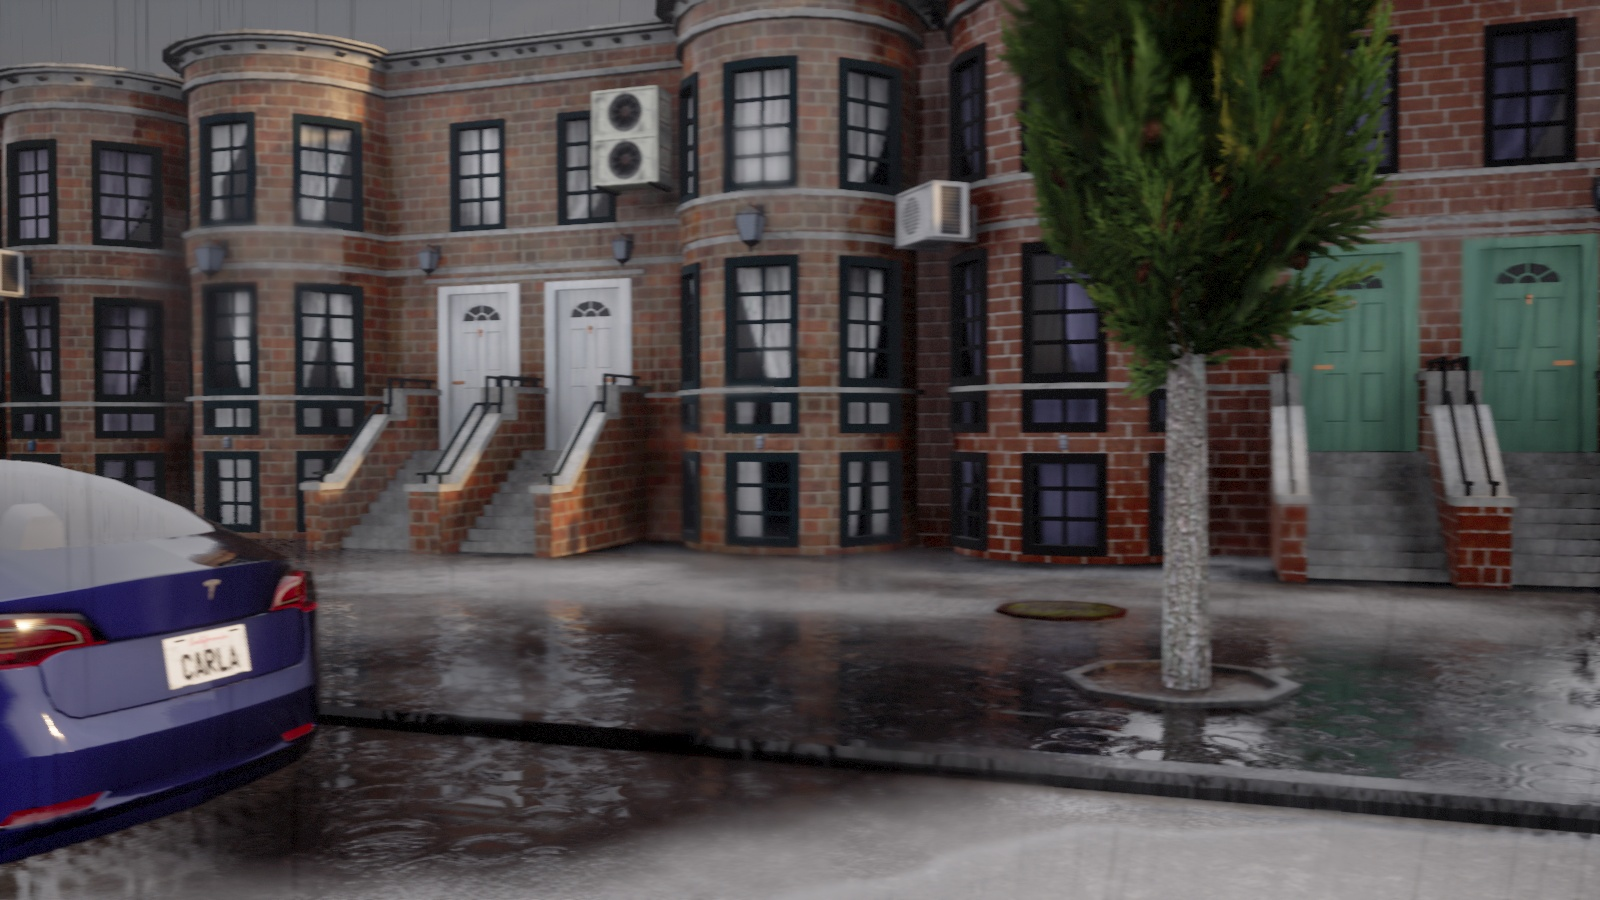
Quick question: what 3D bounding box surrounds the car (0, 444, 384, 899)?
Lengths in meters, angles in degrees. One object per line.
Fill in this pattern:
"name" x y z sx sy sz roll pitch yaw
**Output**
"car" -4.430 0.726 5.209 4.792 1.488 2.163 1 1 19
